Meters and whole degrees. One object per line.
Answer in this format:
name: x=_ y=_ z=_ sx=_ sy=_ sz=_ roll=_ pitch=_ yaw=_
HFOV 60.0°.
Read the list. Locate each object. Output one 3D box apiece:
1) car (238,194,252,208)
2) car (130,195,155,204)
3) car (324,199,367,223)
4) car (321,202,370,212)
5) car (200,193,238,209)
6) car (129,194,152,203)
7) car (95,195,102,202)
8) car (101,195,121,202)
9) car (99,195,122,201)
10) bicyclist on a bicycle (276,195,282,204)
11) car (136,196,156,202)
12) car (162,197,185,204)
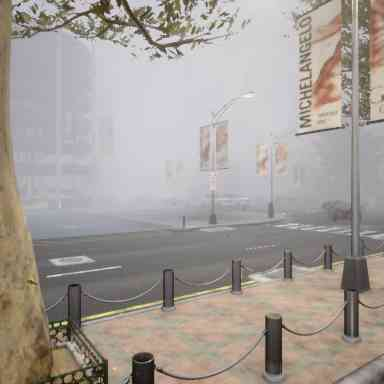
car: x=6.302 y=1.220 z=48.799 sx=2.150 sy=2.045 sz=5.566 roll=0 pitch=0 yaw=-35
car: x=-9.051 y=1.506 z=62.303 sx=4.892 sy=1.490 sz=1.837 roll=-1 pitch=-1 yaw=39
car: x=11.815 y=1.478 z=25.851 sx=1.882 sy=1.535 sz=5.008 roll=1 pitch=0 yaw=16
car: x=16.032 y=1.491 z=35.023 sx=2.128 sy=1.511 sz=4.902 roll=0 pitch=0 yaw=-35
car: x=3.452 y=1.220 z=46.766 sx=2.150 sy=2.045 sz=5.566 roll=0 pitch=0 yaw=-35
car: x=-11.219 y=1.355 z=72.603 sx=4.553 sy=1.767 sz=2.097 roll=0 pitch=0 yaw=26
car: x=-20.459 y=1.450 z=76.320 sx=4.892 sy=1.490 sz=1.837 roll=0 pitch=0 yaw=12
car: x=-16.424 y=1.466 z=71.249 sx=4.718 sy=1.301 sz=1.895 roll=0 pitch=0 yaw=23
car: x=-19.495 y=1.418 z=79.685 sx=5.008 sy=1.535 sz=1.882 roll=0 pitch=0 yaw=12
bicyclist on a bicycle: x=15.756 y=1.300 z=60.497 sx=1.656 sy=1.620 sz=0.582 roll=0 pitch=0 yaw=-36
car: x=-10.472 y=1.552 z=76.159 sx=4.181 sy=1.385 sz=1.994 roll=0 pitch=0 yaw=26
car: x=-3.465 y=1.601 z=61.776 sx=1.895 sy=1.301 sz=4.718 roll=0 pitch=0 yaw=-44
